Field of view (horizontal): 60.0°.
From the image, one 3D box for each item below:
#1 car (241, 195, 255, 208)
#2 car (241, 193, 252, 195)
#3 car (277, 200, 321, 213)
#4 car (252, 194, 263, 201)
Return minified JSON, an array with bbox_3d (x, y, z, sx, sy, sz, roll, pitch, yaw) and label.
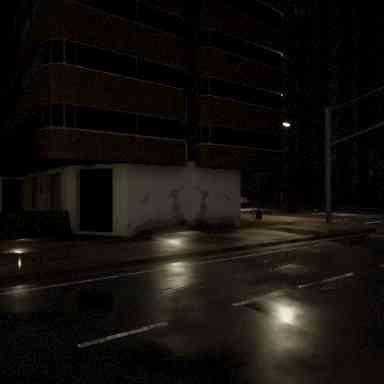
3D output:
[{"bbox_3d":[5.731,1.547,46.276,2.033,1.411,5.357,0,0,-36],"label":"car"},{"bbox_3d":[6.159,1.222,51.964,2.150,2.045,5.566,0,0,-36],"label":"car"},{"bbox_3d":[12.021,1.601,37.578,1.895,1.301,4.718,0,0,-36],"label":"car"},{"bbox_3d":[14.657,1.300,78.787,4.553,1.767,2.097,0,0,-35],"label":"car"}]
